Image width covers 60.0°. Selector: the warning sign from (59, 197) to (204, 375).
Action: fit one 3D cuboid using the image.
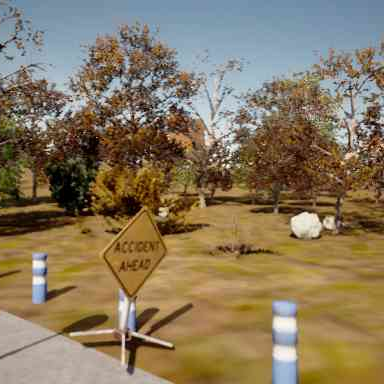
[{"bbox_3d":[-0.768,1.112,4.517,1.060,1.860,1.300,8,-2,35],"label":"warning sign"}]
